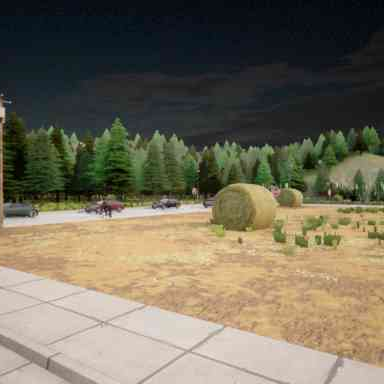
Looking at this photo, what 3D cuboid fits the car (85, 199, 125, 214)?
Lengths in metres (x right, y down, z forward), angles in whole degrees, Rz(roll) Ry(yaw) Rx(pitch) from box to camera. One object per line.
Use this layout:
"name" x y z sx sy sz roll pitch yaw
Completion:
"car" -9.468 1.552 36.347 1.812 1.442 4.674 0 0 36

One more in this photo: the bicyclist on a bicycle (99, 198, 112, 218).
"bicyclist on a bicycle" -7.049 1.327 27.042 1.656 1.620 0.582 0 0 36

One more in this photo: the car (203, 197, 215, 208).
"car" 3.489 1.518 47.795 2.128 1.511 4.902 0 0 37

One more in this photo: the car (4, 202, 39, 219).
"car" -15.382 1.591 28.356 1.994 1.385 4.181 0 0 36

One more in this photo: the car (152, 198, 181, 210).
"car" -3.386 1.552 44.573 1.812 1.442 4.674 0 0 37
